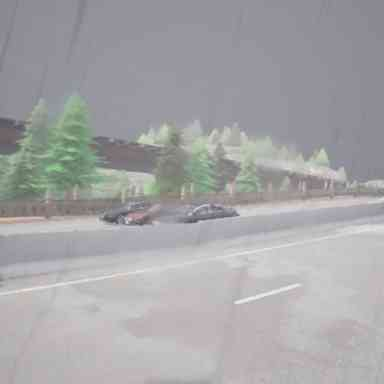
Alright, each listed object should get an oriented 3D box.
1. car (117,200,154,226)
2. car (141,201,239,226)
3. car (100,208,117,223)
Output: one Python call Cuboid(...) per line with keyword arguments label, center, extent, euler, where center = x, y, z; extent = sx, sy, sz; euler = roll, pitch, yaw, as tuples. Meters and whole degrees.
Cuboid(label="car", center=(-1.753, 1.366, 19.932), extent=(4.674, 1.442, 1.812), euler=(-2, 1, -35))
Cuboid(label="car", center=(0.250, 1.332, 17.062), extent=(4.902, 1.511, 2.128), euler=(-2, 1, -35))
Cuboid(label="car", center=(-3.803, 1.345, 22.769), extent=(4.892, 1.490, 1.837), euler=(-2, 1, -35))
